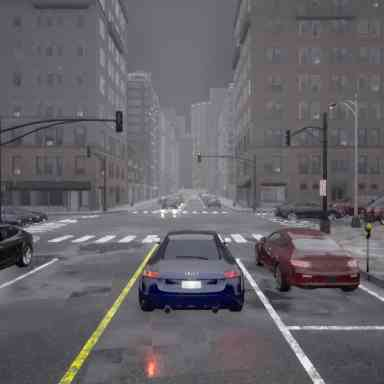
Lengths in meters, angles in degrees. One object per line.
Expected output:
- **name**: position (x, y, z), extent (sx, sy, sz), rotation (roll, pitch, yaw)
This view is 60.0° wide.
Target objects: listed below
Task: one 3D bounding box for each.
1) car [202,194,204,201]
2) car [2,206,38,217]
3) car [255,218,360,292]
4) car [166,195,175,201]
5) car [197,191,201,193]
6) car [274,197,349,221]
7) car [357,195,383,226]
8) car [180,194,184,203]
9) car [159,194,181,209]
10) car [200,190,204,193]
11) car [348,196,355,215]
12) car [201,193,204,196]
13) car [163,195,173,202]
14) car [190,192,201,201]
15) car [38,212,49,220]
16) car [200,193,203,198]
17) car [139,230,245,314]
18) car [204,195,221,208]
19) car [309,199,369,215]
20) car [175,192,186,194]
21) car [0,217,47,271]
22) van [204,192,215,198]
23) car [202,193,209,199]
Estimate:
- **car**: position (3.132, 1.437, 56.958), extent (1.887, 1.381, 4.507), rotation (0, 0, 0)
- **car**: position (-13.199, 1.731, 21.291), extent (5.357, 1.411, 2.033), rotation (-1, 0, 0)
- **car**: position (2.760, 1.580, 8.646), extent (1.802, 1.307, 4.206), rotation (0, 0, 0)
- **car**: position (-5.198, 1.349, 79.249), extent (1.802, 1.307, 4.206), rotation (0, 0, 0)
- **car**: position (0.606, 1.088, 84.294), extent (2.128, 1.511, 4.902), rotation (0, 0, 0)
- **car**: position (8.509, 1.367, 24.464), extent (4.892, 1.490, 1.837), rotation (-1, 0, 0)
- **car**: position (13.399, 1.161, 21.195), extent (4.553, 1.767, 2.097), rotation (-1, 0, 0)
- **car**: position (-2.749, 1.427, 53.735), extent (1.812, 1.442, 4.674), rotation (0, 0, 0)
- **car**: position (-2.835, 1.437, 43.830), extent (1.837, 1.490, 4.892), rotation (0, 0, 2)
- **car**: position (3.728, 0.938, 86.033), extent (2.150, 2.045, 5.566), rotation (0, 0, 0)
- **car**: position (13.551, 1.125, 27.894), extent (4.553, 1.767, 2.097), rotation (-1, 0, 0)
- **car**: position (3.231, 1.425, 68.064), extent (1.802, 1.307, 4.206), rotation (0, 0, 0)
- **car**: position (-5.246, 1.357, 73.696), extent (2.008, 1.369, 4.403), rotation (0, 0, 0)
- **car**: position (0.520, 1.319, 74.294), extent (1.812, 1.442, 4.674), rotation (0, 0, 0)
- **car**: position (-13.565, 1.719, 24.542), extent (5.357, 1.411, 2.033), rotation (-1, 0, 0)
- **car**: position (3.279, 1.389, 73.620), extent (1.802, 1.307, 4.206), rotation (0, 0, 0)
- **car**: position (0.003, 1.562, 7.725), extent (1.994, 1.385, 4.181), rotation (0, 0, 0)
- **car**: position (3.037, 1.508, 45.855), extent (1.802, 1.307, 4.206), rotation (0, 0, 0)
- **car**: position (13.660, 1.356, 31.144), extent (4.718, 1.301, 1.895), rotation (-1, 0, 0)
- **car**: position (-2.617, 1.355, 64.124), extent (2.128, 1.511, 4.902), rotation (0, 0, 1)
- **car**: position (-5.766, 1.564, 8.648), extent (1.947, 1.339, 4.313), rotation (0, 0, 0)
- **van**: position (3.084, 1.250, 51.406), extent (1.690, 1.788, 3.998), rotation (0, 0, 0)
- **car**: position (3.821, 1.145, 93.004), extent (1.882, 1.535, 5.008), rotation (0, 0, 0)
